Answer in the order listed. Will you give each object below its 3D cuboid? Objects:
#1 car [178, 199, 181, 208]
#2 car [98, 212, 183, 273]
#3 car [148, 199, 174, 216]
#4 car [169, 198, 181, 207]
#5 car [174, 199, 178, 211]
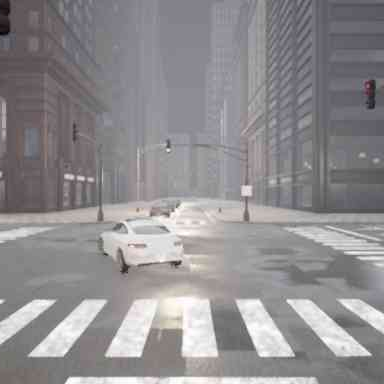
[{"bbox_3d":[-3.011,1.884,51.357,1.895,1.301,4.718,0,0,0],"label":"car"},{"bbox_3d":[-1.831,1.607,11.115,1.812,1.442,4.674,0,0,-26],"label":"car"},{"bbox_3d":[-3.026,1.698,32.354,1.812,1.442,4.674,0,0,0],"label":"car"},{"bbox_3d":[-3.046,1.910,61.268,1.994,1.385,4.181,0,0,0],"label":"car"},{"bbox_3d":[-3.045,1.729,41.528,1.837,1.490,4.892,0,0,0],"label":"car"}]
